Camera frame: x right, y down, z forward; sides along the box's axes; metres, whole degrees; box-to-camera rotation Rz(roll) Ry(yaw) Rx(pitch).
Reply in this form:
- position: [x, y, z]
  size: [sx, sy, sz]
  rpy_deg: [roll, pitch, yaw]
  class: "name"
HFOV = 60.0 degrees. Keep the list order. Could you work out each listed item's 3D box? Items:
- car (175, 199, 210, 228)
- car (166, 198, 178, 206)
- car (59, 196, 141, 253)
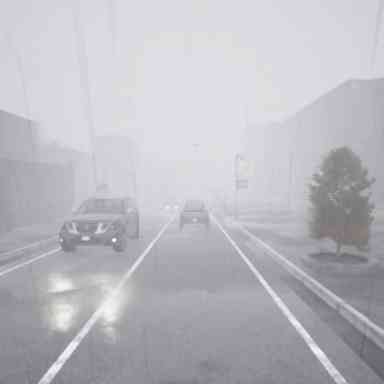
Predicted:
- position: [0.159, 1.460, 22.073]
  size: [2.128, 1.511, 4.902]
  rpy_deg: [0, 0, 0]
  class: "car"
- position: [-3.298, 1.597, 56.090]
  size: [1.895, 1.301, 4.718]
  rpy_deg: [0, 0, 1]
  class: "car"
- position: [-3.544, 1.201, 13.902]
  size: [2.150, 2.045, 5.566]
  rpy_deg: [0, 0, 0]
  class: "car"
